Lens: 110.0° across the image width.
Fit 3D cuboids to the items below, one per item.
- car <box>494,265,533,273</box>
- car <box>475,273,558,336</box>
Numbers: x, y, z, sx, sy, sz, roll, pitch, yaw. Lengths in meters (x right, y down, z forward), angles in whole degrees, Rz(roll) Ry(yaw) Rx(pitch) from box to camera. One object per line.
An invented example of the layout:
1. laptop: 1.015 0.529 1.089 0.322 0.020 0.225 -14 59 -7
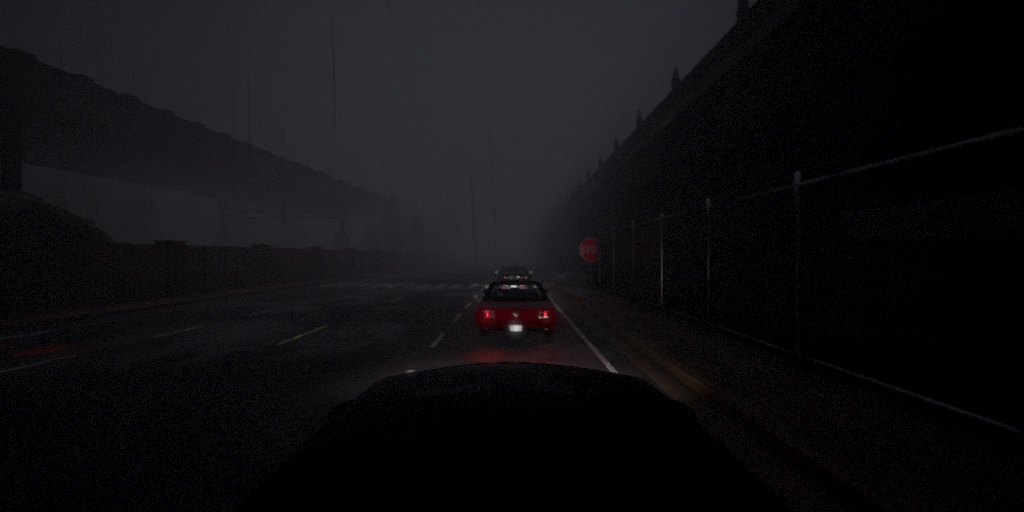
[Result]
1. car: 0.099 1.220 19.681 1.837 1.490 4.892 0 0 0
2. car: 0.098 1.334 10.273 1.895 1.301 4.718 0 0 0
